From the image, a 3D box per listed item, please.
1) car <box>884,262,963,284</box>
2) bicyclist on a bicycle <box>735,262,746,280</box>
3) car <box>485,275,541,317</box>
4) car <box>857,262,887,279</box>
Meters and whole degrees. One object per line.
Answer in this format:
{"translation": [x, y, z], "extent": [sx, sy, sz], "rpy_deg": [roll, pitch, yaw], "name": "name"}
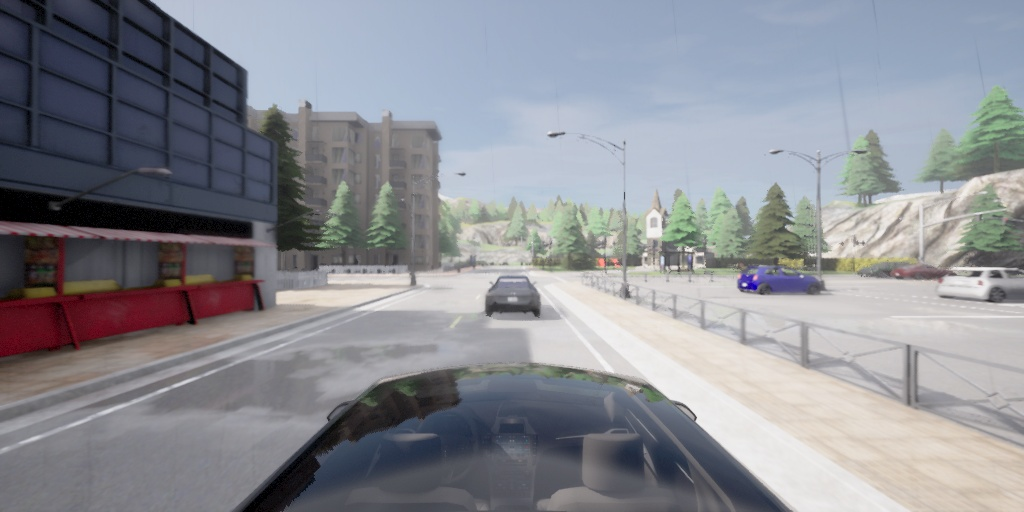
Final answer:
{"translation": [37.599, 1.527, 32.846], "extent": [4.674, 1.442, 1.812], "rpy_deg": [0, 0, -1], "name": "car"}
{"translation": [18.388, 1.272, 28.769], "extent": [0.582, 1.620, 1.656], "rpy_deg": [0, -1, -1], "name": "bicyclist on a bicycle"}
{"translation": [0.042, 1.405, 13.720], "extent": [1.994, 1.385, 4.181], "rpy_deg": [0, 0, 0], "name": "car"}
{"translation": [38.002, 1.380, 36.396], "extent": [4.553, 1.767, 2.097], "rpy_deg": [0, 0, 0], "name": "car"}
